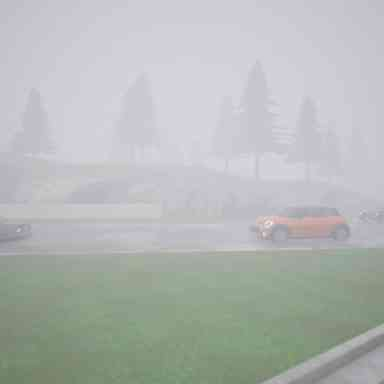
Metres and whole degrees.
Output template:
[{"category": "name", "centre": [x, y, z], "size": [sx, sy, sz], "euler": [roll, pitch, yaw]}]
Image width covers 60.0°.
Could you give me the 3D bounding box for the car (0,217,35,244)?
[{"category": "car", "centre": [-9.542, 1.581, 13.795], "size": [5.357, 1.411, 2.033], "euler": [0, 0, -8]}]

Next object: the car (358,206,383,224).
[{"category": "car", "centre": [15.556, 1.761, 26.412], "size": [4.718, 1.301, 1.895], "euler": [0, 0, -23]}]

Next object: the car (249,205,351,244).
[{"category": "car", "centre": [5.090, 1.437, 15.946], "size": [4.553, 1.767, 2.097], "euler": [0, 0, -11]}]
